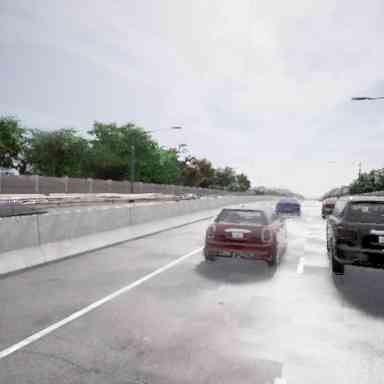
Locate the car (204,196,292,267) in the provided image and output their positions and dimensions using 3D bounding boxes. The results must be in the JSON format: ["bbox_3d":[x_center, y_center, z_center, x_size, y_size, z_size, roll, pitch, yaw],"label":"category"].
[{"bbox_3d":[2.011,1.199,11.220,2.097,1.767,4.553,1,1,20],"label":"car"}]

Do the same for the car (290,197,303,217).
[{"bbox_3d":[8.244,1.176,28.066,1.882,1.535,5.008,1,0,20],"label":"car"}]

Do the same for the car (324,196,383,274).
[{"bbox_3d":[5.259,1.123,9.905,2.150,2.045,5.566,1,1,20],"label":"car"}]

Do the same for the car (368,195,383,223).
[{"bbox_3d":[14.178,1.164,23.928,2.097,1.767,4.553,1,1,20],"label":"car"}]

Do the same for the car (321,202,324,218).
[{"bbox_3d":[11.532,1.229,26.869,1.882,1.535,5.008,1,0,20],"label":"car"}]

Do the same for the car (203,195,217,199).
[{"bbox_3d":[3.290,1.167,55.488,2.033,1.411,5.357,1,0,21],"label":"car"}]

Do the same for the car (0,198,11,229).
[{"bbox_3d":[-11.457,1.125,15.735,2.128,1.511,4.902,1,1,20],"label":"car"}]

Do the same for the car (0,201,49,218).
[{"bbox_3d":[-8.351,1.170,14.047,1.882,1.535,5.008,1,1,20],"label":"car"}]

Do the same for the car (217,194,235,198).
[{"bbox_3d":[5.939,1.125,52.592,1.882,1.535,5.008,1,0,21],"label":"car"}]

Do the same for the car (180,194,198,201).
[{"bbox_3d":[-0.478,1.037,55.401,2.128,1.511,4.902,1,0,21],"label":"car"}]
